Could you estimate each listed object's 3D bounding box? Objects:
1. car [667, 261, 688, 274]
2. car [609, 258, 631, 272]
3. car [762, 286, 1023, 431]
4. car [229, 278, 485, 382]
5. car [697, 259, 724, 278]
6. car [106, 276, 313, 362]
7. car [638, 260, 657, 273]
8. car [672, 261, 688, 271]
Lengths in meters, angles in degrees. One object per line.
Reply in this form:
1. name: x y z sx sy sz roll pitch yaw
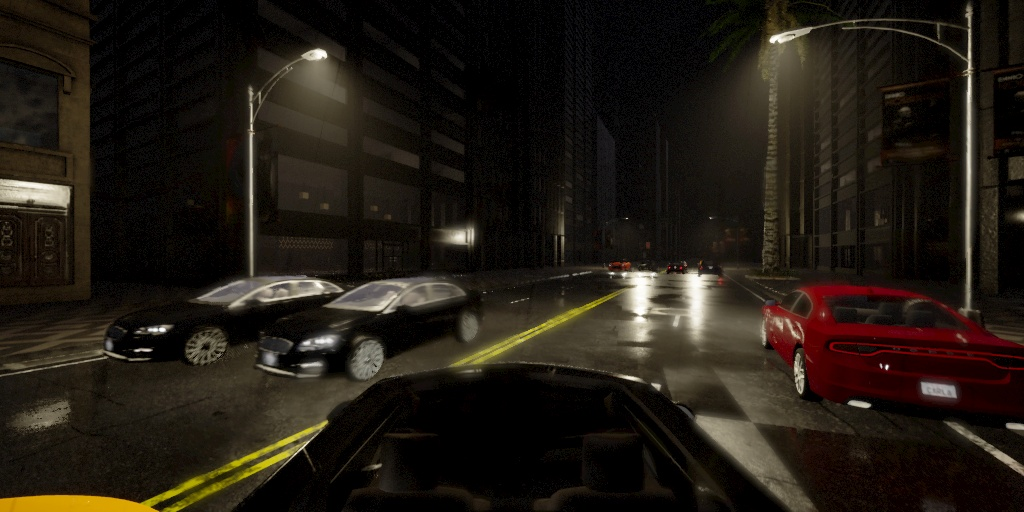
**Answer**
1. car: 18.673 1.317 40.771 2.033 1.411 5.357 0 0 27
2. car: 13.836 1.124 46.006 2.097 1.767 4.553 0 0 27
3. car: 5.517 1.228 5.880 1.882 1.535 5.008 0 0 27
4. car: -2.404 1.242 7.403 2.128 1.511 4.902 0 0 27
5. car: 19.310 1.118 34.948 2.097 1.767 4.553 0 0 27
6. car: -5.645 1.242 8.207 2.128 1.511 4.902 0 0 27
7. car: 17.167 1.278 45.374 1.837 1.490 4.892 0 0 27
8. car: 23.566 1.381 50.266 1.895 1.301 4.718 0 0 27
